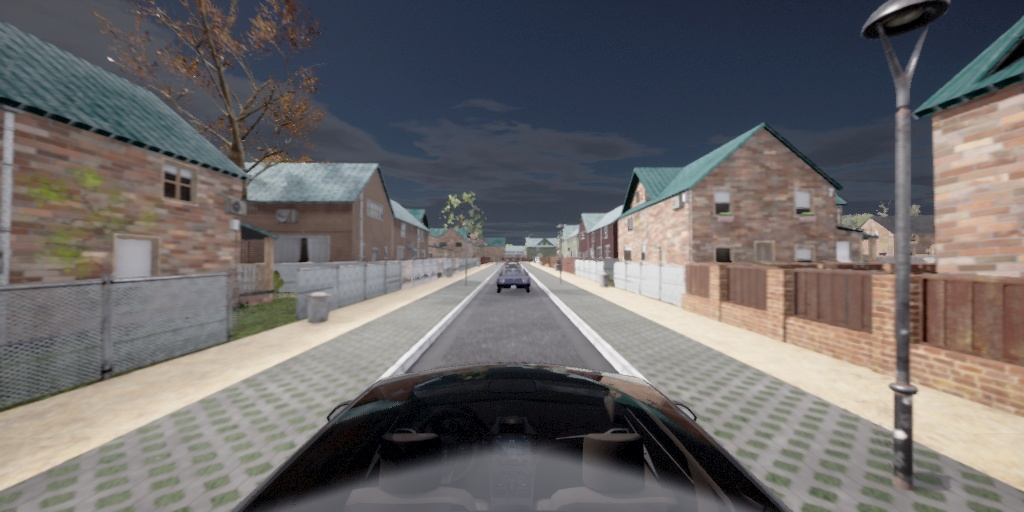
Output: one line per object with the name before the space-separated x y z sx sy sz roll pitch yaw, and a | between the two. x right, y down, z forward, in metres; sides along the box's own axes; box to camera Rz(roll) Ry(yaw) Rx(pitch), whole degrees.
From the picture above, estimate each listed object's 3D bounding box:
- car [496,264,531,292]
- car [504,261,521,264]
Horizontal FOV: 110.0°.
car | 0.085 1.344 21.030 1.895 1.301 4.718 0 0 0
car | 0.083 1.262 42.147 1.812 1.442 4.674 0 0 0
